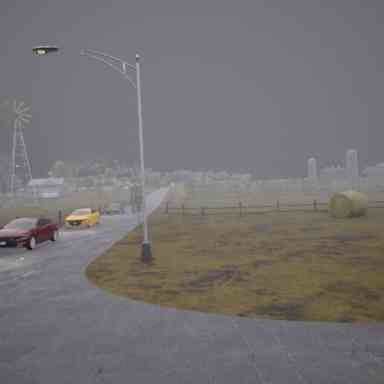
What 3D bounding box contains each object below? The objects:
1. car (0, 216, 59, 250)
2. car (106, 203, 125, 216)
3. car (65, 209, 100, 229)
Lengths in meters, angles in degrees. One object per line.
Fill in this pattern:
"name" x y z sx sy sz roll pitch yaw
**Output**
"car" -8.706 2.099 17.627 1.882 1.535 5.008 -3 -1 -3
"car" -10.069 2.232 43.787 1.837 1.490 4.892 -3 0 -3
"car" -9.278 2.202 28.472 1.882 1.535 5.008 -3 0 -3
